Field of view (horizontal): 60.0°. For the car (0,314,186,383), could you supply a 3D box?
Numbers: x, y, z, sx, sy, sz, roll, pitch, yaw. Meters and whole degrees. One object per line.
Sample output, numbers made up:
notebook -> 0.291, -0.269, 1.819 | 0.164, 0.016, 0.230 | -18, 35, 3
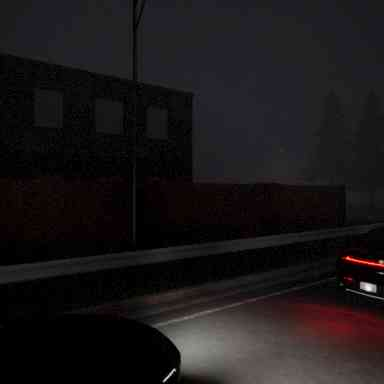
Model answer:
car -> -2.196, 1.526, 2.180 | 4.674, 1.442, 1.812 | 0, 0, -35

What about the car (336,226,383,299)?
car -> 5.232, 1.505, 7.521 | 4.892, 1.490, 1.837 | 0, 0, -35
